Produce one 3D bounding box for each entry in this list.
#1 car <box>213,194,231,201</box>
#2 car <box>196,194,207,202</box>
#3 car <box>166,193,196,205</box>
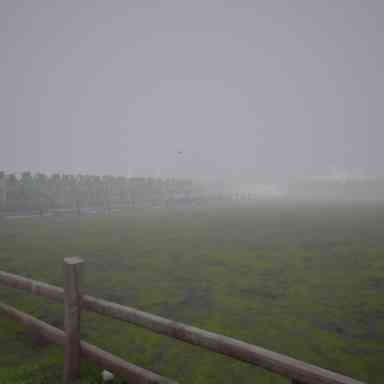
[{"bbox_3d":[5.621,1.015,62.300,1.895,1.301,4.718,1,1,28],"label":"car"},{"bbox_3d":[0.772,1.090,59.193,1.895,1.301,4.718,1,1,29],"label":"car"},{"bbox_3d":[-1.815,0.936,49.147,2.097,1.767,4.553,1,1,30],"label":"car"}]
